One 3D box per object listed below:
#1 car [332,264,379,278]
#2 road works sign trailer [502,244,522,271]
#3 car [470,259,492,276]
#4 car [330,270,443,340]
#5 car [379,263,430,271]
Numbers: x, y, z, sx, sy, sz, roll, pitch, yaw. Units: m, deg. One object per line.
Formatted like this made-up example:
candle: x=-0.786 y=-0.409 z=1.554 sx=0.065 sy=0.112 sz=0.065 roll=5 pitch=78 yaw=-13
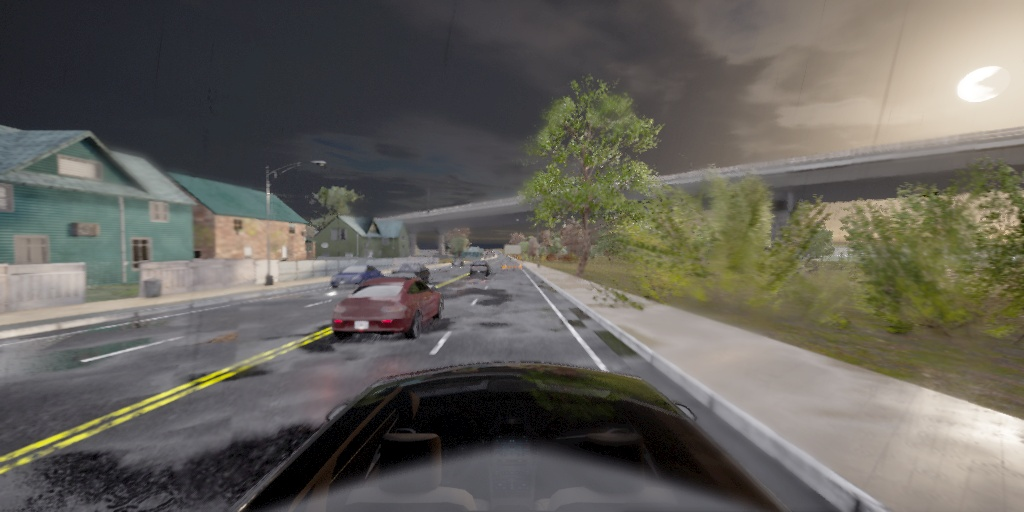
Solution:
car: x=-9.843 y=1.280 z=23.118 sx=1.812 sy=1.442 sz=4.674 roll=0 pitch=0 yaw=0
road works sign trailer: x=0.123 y=0.178 z=47.924 sx=2.380 sy=3.560 sz=2.880 roll=0 pitch=0 yaw=2
car: x=-3.154 y=1.254 z=36.348 sx=2.128 sy=1.511 sz=4.902 roll=0 pitch=0 yaw=0
car: x=-3.154 y=1.275 z=9.820 sx=1.812 sy=1.442 sz=4.674 roll=0 pitch=0 yaw=0
car: x=-6.588 y=1.246 z=23.418 sx=2.128 sy=1.511 sz=4.902 roll=0 pitch=0 yaw=0
